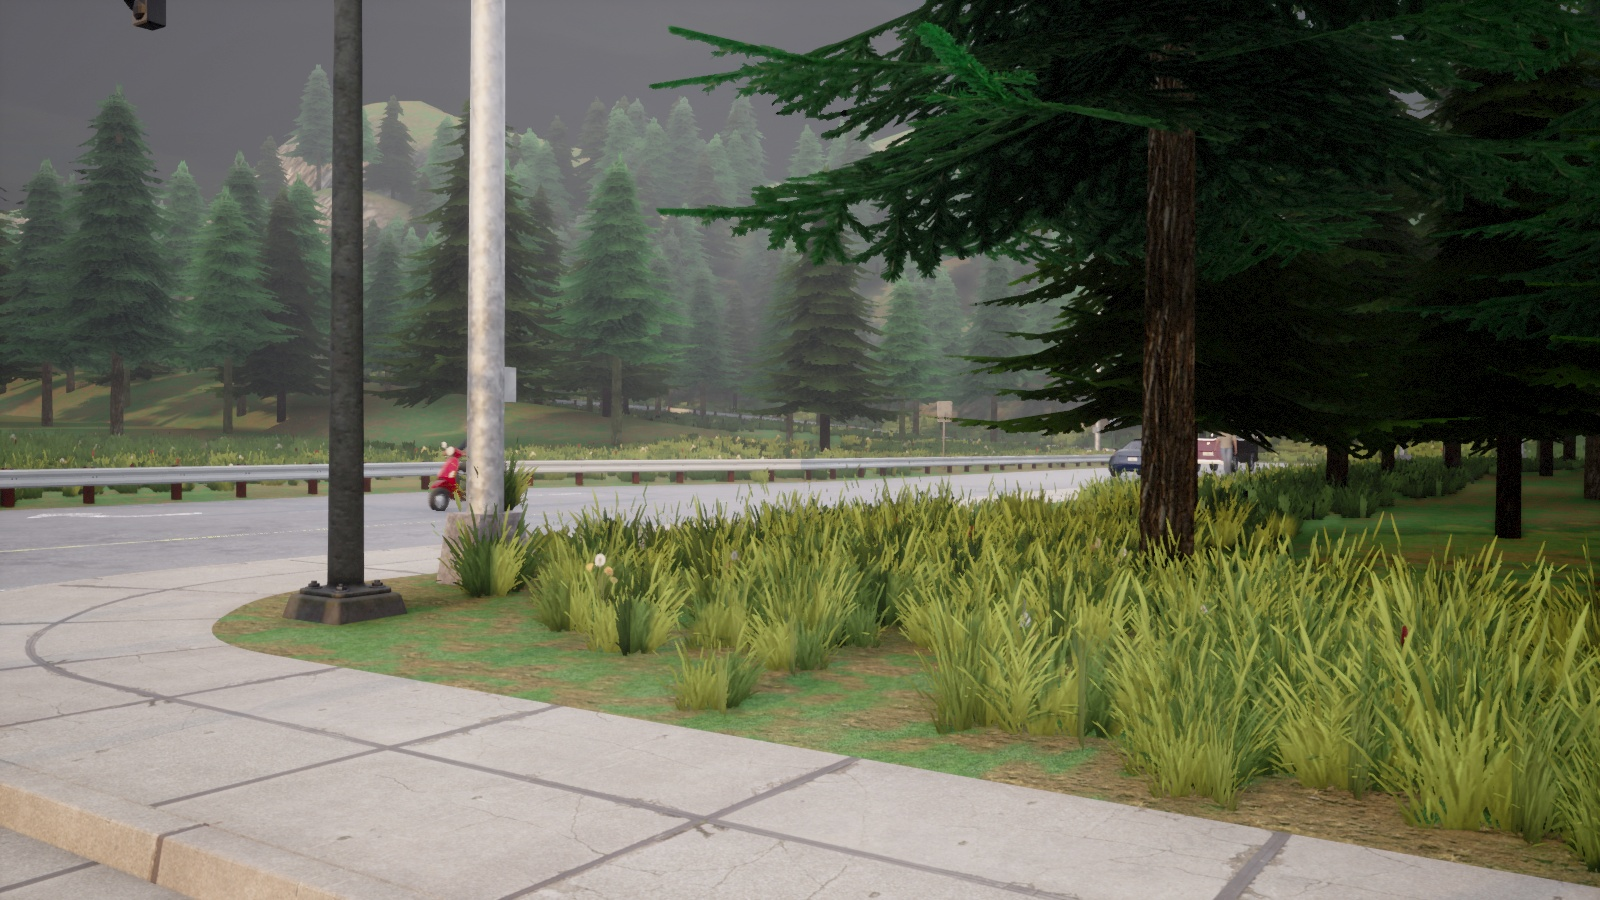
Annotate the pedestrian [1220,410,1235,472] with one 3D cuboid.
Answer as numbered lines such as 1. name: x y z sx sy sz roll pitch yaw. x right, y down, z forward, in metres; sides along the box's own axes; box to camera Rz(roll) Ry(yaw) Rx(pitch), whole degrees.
1. pedestrian: 12.759 -0.260 37.464 0.354 1.836 0.706 0 1 24

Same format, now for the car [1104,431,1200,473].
1. car: 12.544 0.046 44.617 1.994 1.385 4.181 0 1 35

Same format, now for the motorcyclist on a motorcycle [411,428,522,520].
1. motorcyclist on a motorcycle: -5.995 0.403 22.675 0.866 1.590 1.817 0 1 33

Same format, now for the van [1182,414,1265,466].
1. van: 17.456 -0.436 51.694 2.069 2.038 4.480 0 1 35
